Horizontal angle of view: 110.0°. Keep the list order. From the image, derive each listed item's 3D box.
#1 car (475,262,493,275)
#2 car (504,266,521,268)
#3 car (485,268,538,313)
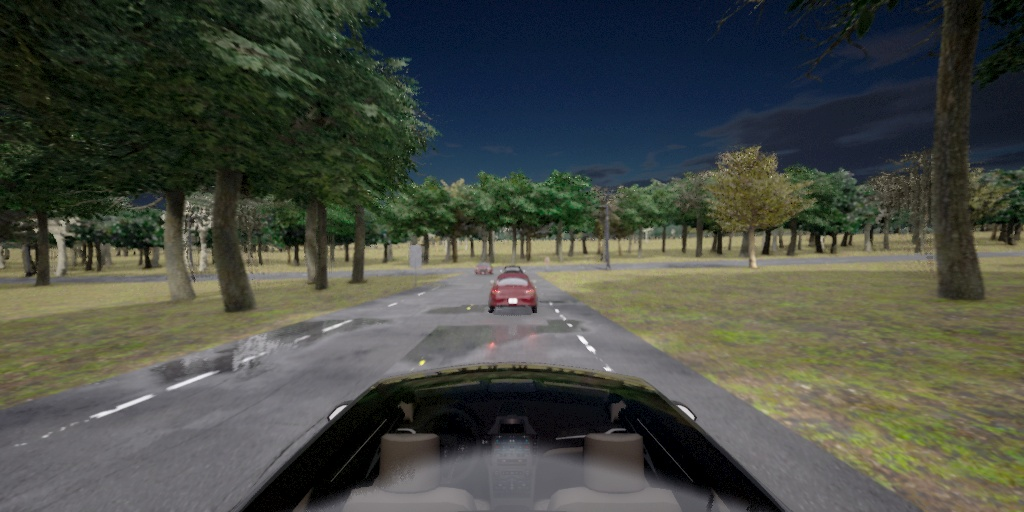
[{"bbox_3d":[-3.545,1.531,45.927,2.097,1.767,4.553,0,0,1],"label":"car"},{"bbox_3d":[0.048,1.529,29.106,1.837,1.490,4.892,0,0,0],"label":"car"},{"bbox_3d":[0.053,1.412,14.745,1.812,1.442,4.674,0,0,0],"label":"car"}]
